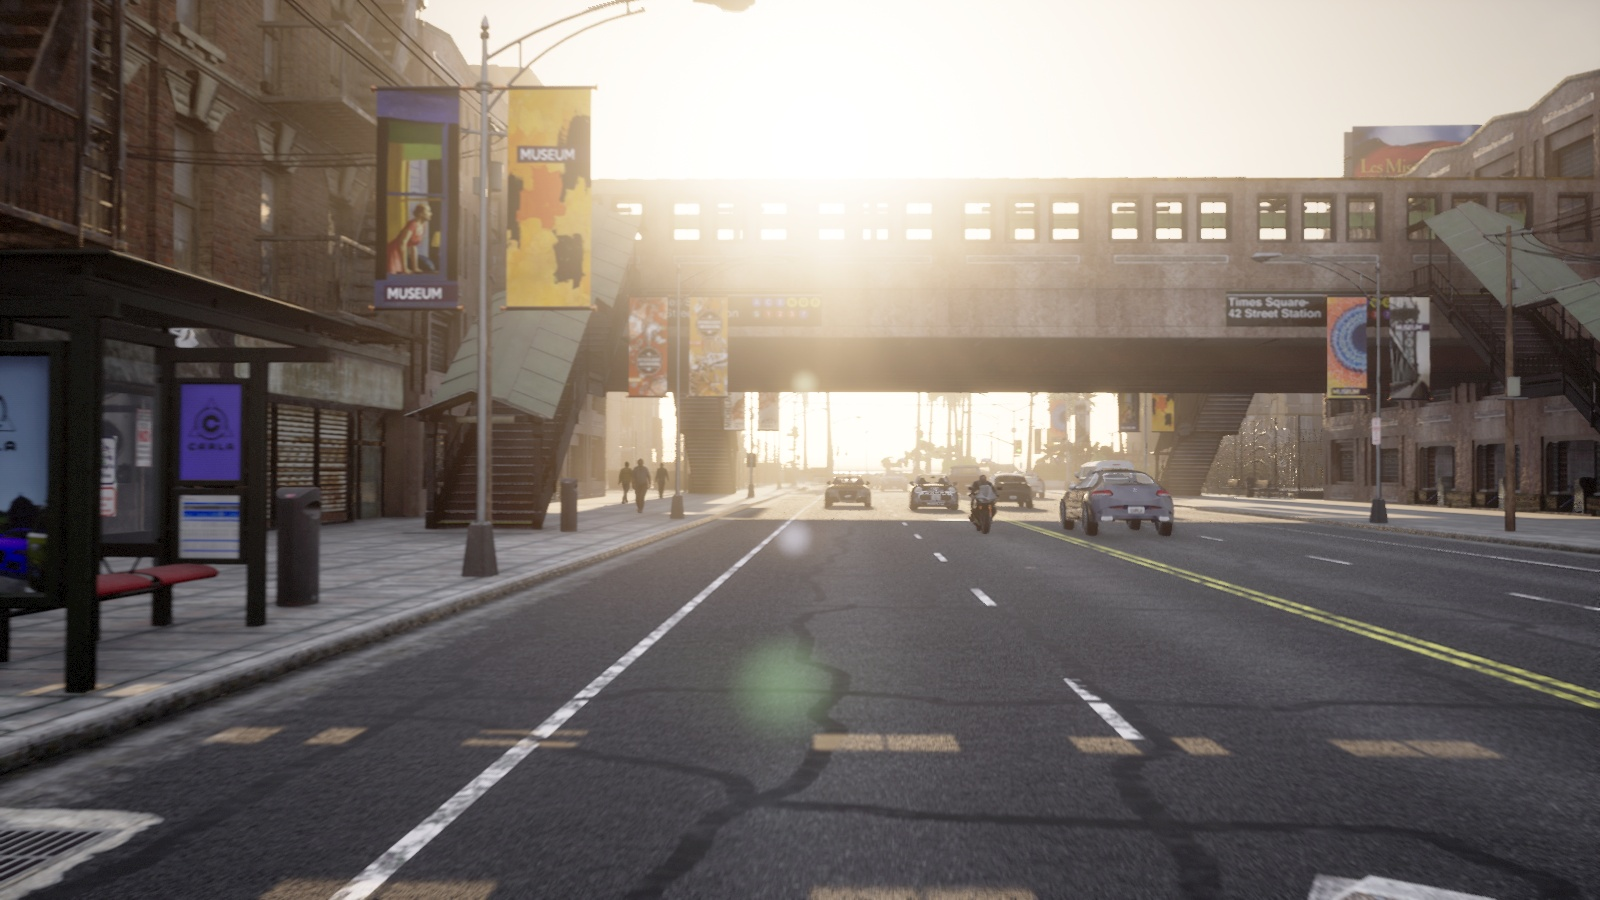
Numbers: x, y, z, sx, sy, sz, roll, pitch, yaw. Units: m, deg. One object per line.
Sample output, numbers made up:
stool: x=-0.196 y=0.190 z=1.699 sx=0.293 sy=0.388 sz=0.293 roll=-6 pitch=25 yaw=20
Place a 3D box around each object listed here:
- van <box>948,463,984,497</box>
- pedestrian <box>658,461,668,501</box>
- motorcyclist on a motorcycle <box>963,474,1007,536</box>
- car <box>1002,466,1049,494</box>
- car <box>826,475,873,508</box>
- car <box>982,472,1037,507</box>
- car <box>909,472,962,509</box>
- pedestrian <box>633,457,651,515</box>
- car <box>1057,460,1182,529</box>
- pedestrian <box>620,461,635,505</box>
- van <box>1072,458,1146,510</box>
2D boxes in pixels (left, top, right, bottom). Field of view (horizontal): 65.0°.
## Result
van: x=10.146 y=1.818 z=76.862 sx=1.775 sy=1.987 sz=4.442 roll=0 pitch=-1 yaw=2
pedestrian: x=-6.684 y=1.519 z=61.257 sx=0.423 sy=1.949 sz=0.788 roll=0 pitch=-1 yaw=-4
motorcyclist on a motorcycle: x=4.719 y=1.373 z=32.161 sx=0.866 sy=1.530 sz=2.191 roll=0 pitch=-1 yaw=2
car: x=13.623 y=1.825 z=76.216 sx=2.152 sy=1.651 sz=5.027 roll=0 pitch=-1 yaw=2
car: x=2.193 y=1.796 z=55.191 sx=1.994 sy=1.385 sz=4.181 roll=0 pitch=-1 yaw=3
car: x=9.228 y=1.722 z=55.676 sx=1.837 sy=1.490 sz=4.892 roll=0 pitch=-1 yaw=3
car: x=5.513 y=1.624 z=51.493 sx=1.970 sy=1.475 sz=3.806 roll=0 pitch=-1 yaw=3
pedestrian: x=-5.120 y=1.171 z=40.775 sx=0.540 sy=1.848 sz=0.694 roll=0 pitch=-1 yaw=-3
car: x=8.250 y=1.117 z=32.907 sx=2.152 sy=1.651 sz=5.027 roll=0 pitch=-1 yaw=2
pedestrian: x=-7.181 y=1.371 z=52.320 sx=0.431 sy=1.840 sz=0.709 roll=0 pitch=-1 yaw=8
van: x=12.501 y=1.352 z=51.066 sx=2.069 sy=2.038 sz=4.480 roll=0 pitch=-1 yaw=3
